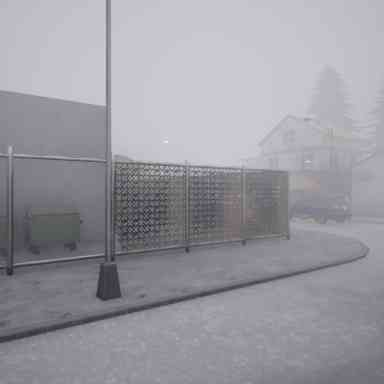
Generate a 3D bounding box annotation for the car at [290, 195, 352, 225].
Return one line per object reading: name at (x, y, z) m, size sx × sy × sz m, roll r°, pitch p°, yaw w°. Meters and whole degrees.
car at (9.063, 1.221, 24.729) m, size 2.150 × 2.045 × 5.566 m, roll 0°, pitch 0°, yaw -27°
